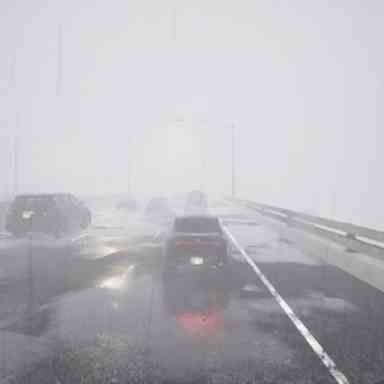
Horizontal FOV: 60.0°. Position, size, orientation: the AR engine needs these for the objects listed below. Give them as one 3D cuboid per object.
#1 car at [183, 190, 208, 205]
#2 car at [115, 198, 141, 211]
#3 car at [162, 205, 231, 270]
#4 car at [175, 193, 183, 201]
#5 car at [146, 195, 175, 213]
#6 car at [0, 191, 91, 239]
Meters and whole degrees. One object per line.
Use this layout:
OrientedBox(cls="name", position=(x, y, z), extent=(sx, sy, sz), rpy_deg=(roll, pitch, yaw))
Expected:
OrientedBox(cls="car", position=(0.517, 0.827, 36.708), extent=(2.150, 2.045, 5.566), rpy_deg=(0, 1, 1))
OrientedBox(cls="car", position=(-6.526, 1.230, 34.567), extent=(1.895, 1.301, 4.718), rpy_deg=(0, 1, 1))
OrientedBox(cls="car", position=(0.138, 1.386, 10.511), extent=(1.837, 1.490, 4.892), rpy_deg=(0, 1, 0))
OrientedBox(cls="car", position=(-2.326, 0.945, 59.683), extent=(1.994, 1.385, 4.181), rpy_deg=(0, 0, 2))
OrientedBox(cls="car", position=(-3.100, 1.207, 31.356), extent=(2.033, 1.411, 5.357), rpy_deg=(0, 1, 1))
OrientedBox(cls="car", position=(-6.805, 1.040, 16.401), extent=(2.150, 2.045, 5.566), rpy_deg=(0, 1, 0))
